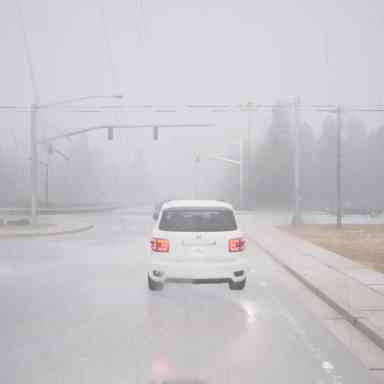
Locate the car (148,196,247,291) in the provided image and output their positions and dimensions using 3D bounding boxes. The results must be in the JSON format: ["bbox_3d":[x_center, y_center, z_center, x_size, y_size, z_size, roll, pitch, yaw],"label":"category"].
[{"bbox_3d":[0.062,1.218,9.178,2.150,2.045,5.566,0,0,-2],"label":"car"}]

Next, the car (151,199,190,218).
[{"bbox_3d":[-2.132,1.509,31.259,2.128,1.511,4.902,0,0,-24],"label":"car"}]

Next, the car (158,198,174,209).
[{"bbox_3d":[-3.611,1.564,46.819,1.994,1.385,4.181,0,0,0],"label":"car"}]

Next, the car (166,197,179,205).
[{"bbox_3d":[-3.544,1.564,61.396,1.994,1.385,4.181,0,0,0],"label":"car"}]

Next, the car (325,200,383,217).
[{"bbox_3d":[14.882,1.518,30.593,4.902,1.511,2.128,0,0,1],"label":"car"}]

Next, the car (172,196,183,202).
[{"bbox_3d":[-3.232,1.532,74.865,2.033,1.411,5.357,0,0,2],"label":"car"}]
